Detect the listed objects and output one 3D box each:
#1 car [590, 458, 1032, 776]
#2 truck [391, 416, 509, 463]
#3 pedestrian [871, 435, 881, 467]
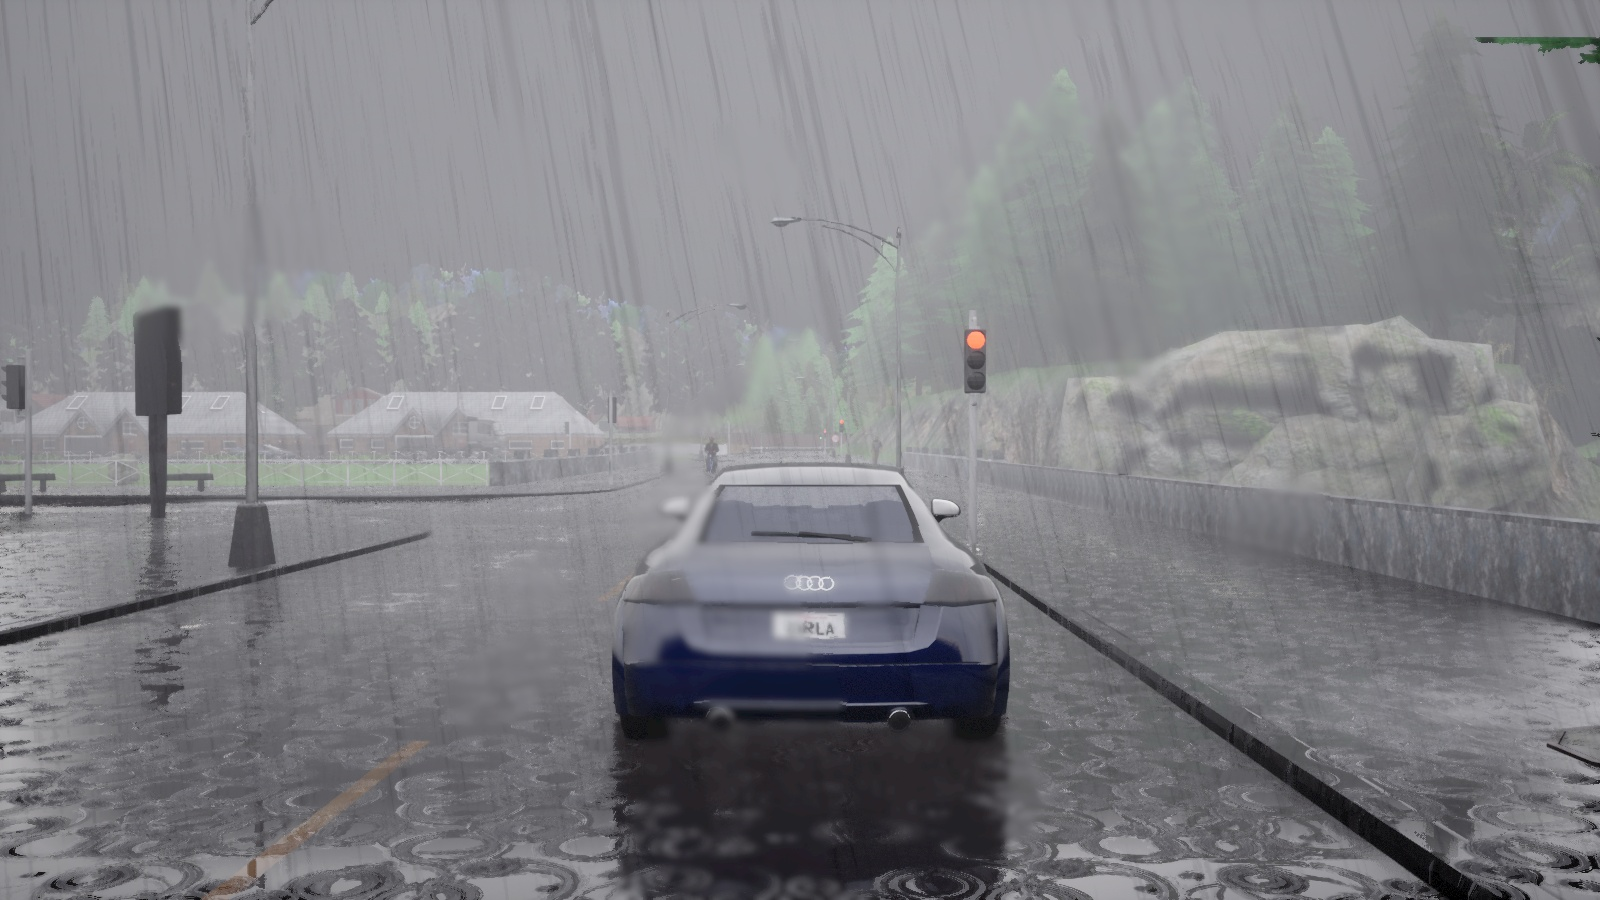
[{"bbox_3d":[0.066,0.767,7.763,1.994,1.385,4.181,0,0,1],"label":"car"},{"bbox_3d":[-25.908,-0.782,93.124,7.936,3.462,2.891,0,0,0],"label":"truck"},{"bbox_3d":[4.443,0.046,73.267,0.540,1.848,0.694,0,0,1],"label":"pedestrian"}]
